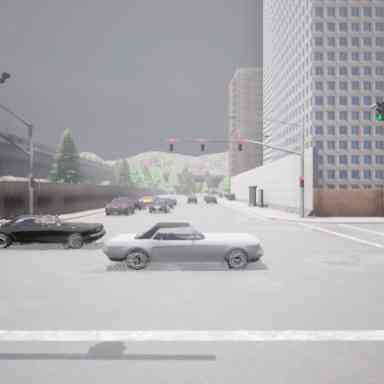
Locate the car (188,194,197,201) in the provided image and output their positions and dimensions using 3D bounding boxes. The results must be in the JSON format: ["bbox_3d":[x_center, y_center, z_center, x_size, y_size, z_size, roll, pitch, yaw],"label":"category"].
[{"bbox_3d":[0.109,1.292,74.467,1.837,1.490,4.892,0,0,0],"label":"car"}]

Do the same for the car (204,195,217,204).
[{"bbox_3d":[3.692,1.474,63.152,1.837,1.490,4.892,0,0,0],"label":"car"}]

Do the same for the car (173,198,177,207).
[{"bbox_3d":[-3.531,1.542,45.378,1.994,1.385,4.181,0,0,-1],"label":"car"}]

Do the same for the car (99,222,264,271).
[{"bbox_3d":[-0.219,1.628,10.447,4.718,1.301,1.895,0,0,0],"label":"car"}]

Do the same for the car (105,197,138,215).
[{"bbox_3d":[-7.045,1.336,32.874,2.097,1.767,4.553,0,0,0],"label":"car"}]

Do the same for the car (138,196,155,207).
[{"bbox_3d":[-7.012,1.453,51.376,1.882,1.535,5.008,0,0,0],"label":"car"}]

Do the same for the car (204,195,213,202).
[{"bbox_3d":[3.610,1.464,74.516,1.837,1.490,4.892,0,0,0],"label":"car"}]

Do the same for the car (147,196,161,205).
[{"bbox_3d":[-6.973,1.448,61.448,1.882,1.535,5.008,0,0,1],"label":"car"}]

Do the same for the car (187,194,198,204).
[{"bbox_3d":[0.094,1.447,64.244,1.882,1.535,5.008,0,0,0],"label":"car"}]

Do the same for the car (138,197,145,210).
[{"bbox_3d":[-7.032,1.581,41.860,1.895,1.301,4.718,0,0,0],"label":"car"}]

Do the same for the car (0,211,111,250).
[{"bbox_3d":[-6.117,1.620,13.943,4.718,1.301,1.895,0,0,0],"label":"car"}]

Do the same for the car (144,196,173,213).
[{"bbox_3d":[-3.535,1.474,36.458,2.128,1.511,4.902,0,0,0],"label":"car"}]

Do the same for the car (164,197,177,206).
[{"bbox_3d":[-3.496,1.574,55.360,1.895,1.301,4.718,0,0,0],"label":"car"}]
